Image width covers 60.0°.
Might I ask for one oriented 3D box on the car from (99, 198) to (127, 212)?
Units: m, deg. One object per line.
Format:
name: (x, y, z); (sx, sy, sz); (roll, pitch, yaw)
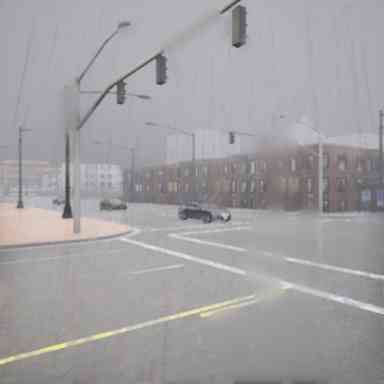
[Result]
car: (-9.142, 1.451, 38.360); (1.882, 1.535, 5.008); (0, 0, -36)

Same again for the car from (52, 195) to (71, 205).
car: (-22.278, 1.324, 56.807); (2.097, 1.767, 4.553); (0, 0, -36)

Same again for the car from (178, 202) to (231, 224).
car: (0.839, 1.465, 24.472); (2.128, 1.511, 4.902); (0, 0, -36)
